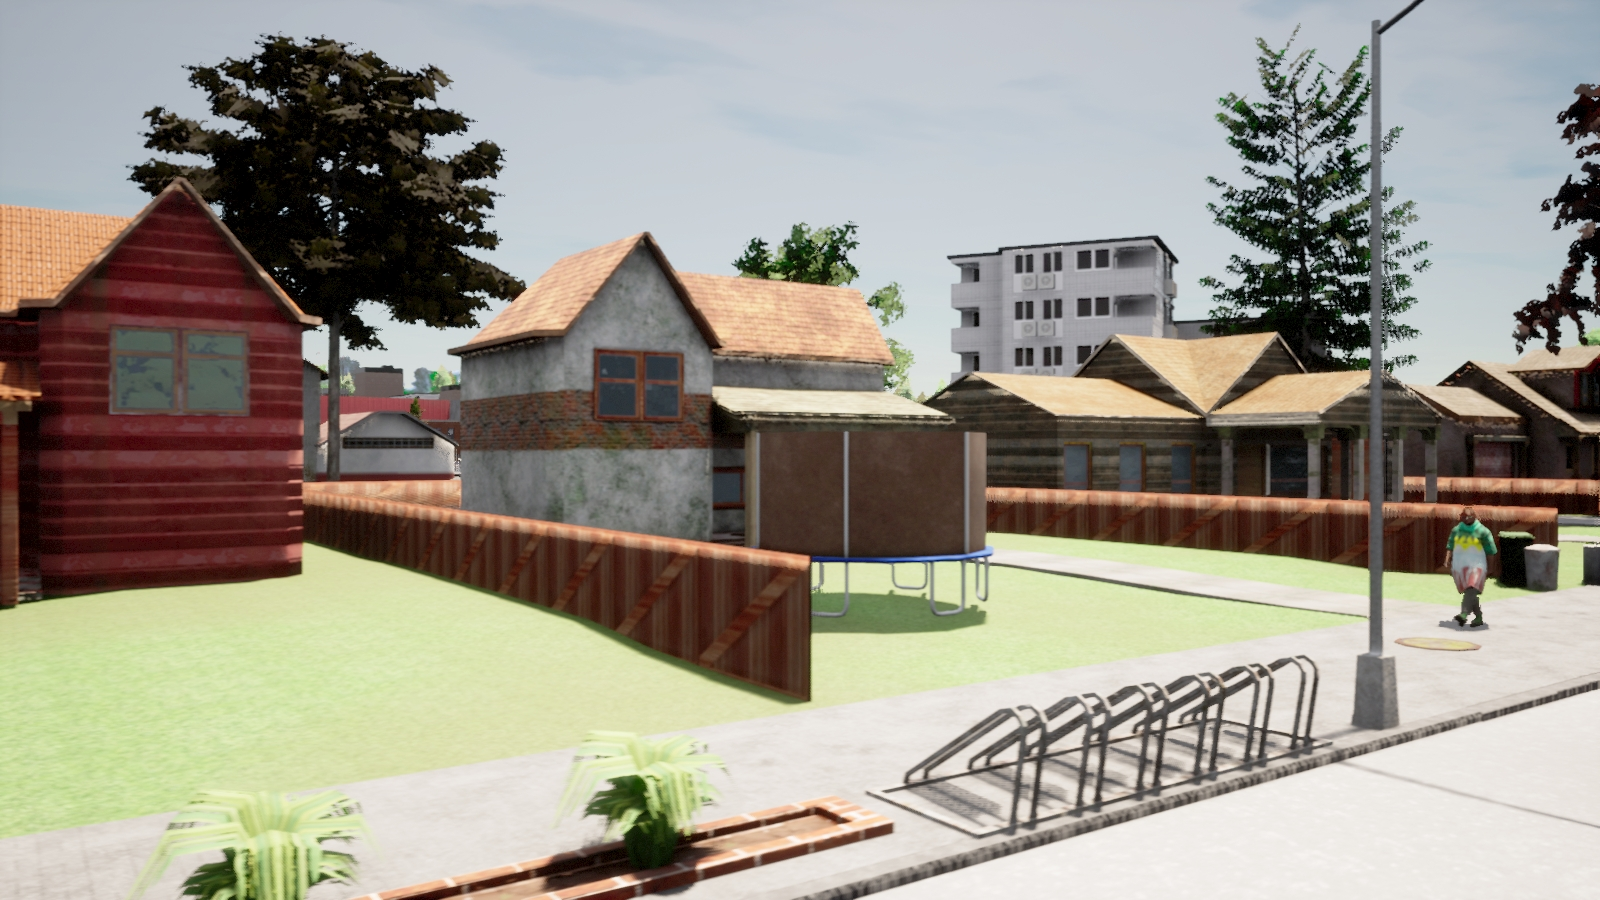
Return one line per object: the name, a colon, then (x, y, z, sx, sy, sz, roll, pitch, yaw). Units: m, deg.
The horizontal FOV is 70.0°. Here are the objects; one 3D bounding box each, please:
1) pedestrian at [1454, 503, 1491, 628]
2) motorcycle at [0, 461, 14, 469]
pedestrian: (10.236, 1.743, 17.390, 0.375, 1.860, 0.375, 0, 0, -35)
motorcycle: (-116.240, 2.185, 167.114, 2.033, 1.199, 0.803, 1, 0, -35)
